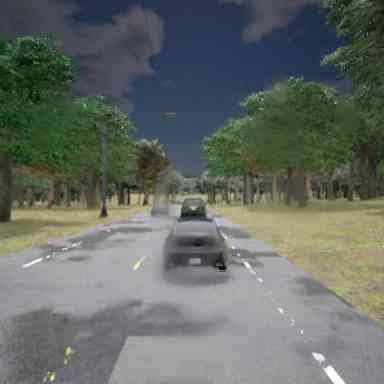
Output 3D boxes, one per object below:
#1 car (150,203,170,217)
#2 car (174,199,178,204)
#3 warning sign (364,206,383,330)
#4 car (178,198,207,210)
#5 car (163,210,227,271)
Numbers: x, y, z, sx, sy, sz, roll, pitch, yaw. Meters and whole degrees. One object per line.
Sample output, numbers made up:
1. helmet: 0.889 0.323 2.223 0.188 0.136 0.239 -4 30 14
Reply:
1. car: -3.540 1.987 37.759 2.033 1.411 5.357 0 -1 0
2. car: -3.377 2.474 78.999 1.837 1.490 4.892 0 -2 0
3. warning sign: 3.542 1.151 5.007 1.300 1.860 1.060 -1 -1 0
4. car: 0.139 1.531 29.902 2.150 2.045 5.566 0 -1 0
5. car: 0.098 1.592 11.213 1.837 1.490 4.892 0 0 0
